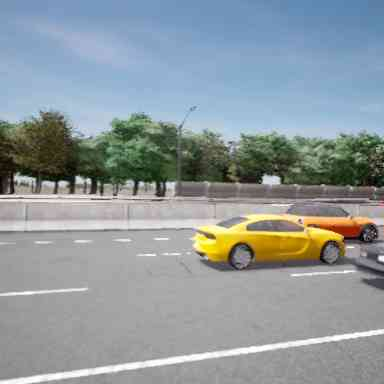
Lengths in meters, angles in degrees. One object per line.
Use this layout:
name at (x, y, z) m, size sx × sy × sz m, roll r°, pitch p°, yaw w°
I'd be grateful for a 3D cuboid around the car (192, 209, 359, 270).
car at (2.508, 1.455, 10.694) m, size 5.008 × 1.535 × 1.882 m, roll 1°, pitch 0°, yaw -17°

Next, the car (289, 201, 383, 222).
car at (6.309, 1.373, 15.520) m, size 4.553 × 1.767 × 2.097 m, roll 1°, pitch 0°, yaw -17°

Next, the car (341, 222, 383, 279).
car at (6.769, 1.616, 8.343) m, size 5.357 × 1.411 × 2.033 m, roll 1°, pitch 0°, yaw -17°
